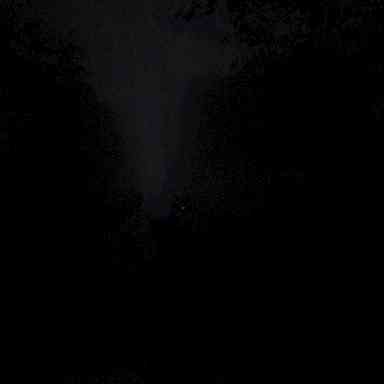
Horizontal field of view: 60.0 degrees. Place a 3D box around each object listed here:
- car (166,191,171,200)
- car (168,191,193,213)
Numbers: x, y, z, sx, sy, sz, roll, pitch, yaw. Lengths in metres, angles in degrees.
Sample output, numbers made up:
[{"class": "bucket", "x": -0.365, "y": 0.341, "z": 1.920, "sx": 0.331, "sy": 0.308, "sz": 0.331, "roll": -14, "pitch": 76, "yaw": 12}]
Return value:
[{"class": "car", "x": -2.342, "y": 0.499, "z": 44.364, "sx": 1.994, "sy": 1.385, "sz": 4.181, "roll": 1, "pitch": 3, "yaw": -7}, {"class": "car", "x": -0.918, "y": 1.053, "z": 31.165, "sx": 2.128, "sy": 1.511, "sz": 4.902, "roll": 0, "pitch": 3, "yaw": -4}]
